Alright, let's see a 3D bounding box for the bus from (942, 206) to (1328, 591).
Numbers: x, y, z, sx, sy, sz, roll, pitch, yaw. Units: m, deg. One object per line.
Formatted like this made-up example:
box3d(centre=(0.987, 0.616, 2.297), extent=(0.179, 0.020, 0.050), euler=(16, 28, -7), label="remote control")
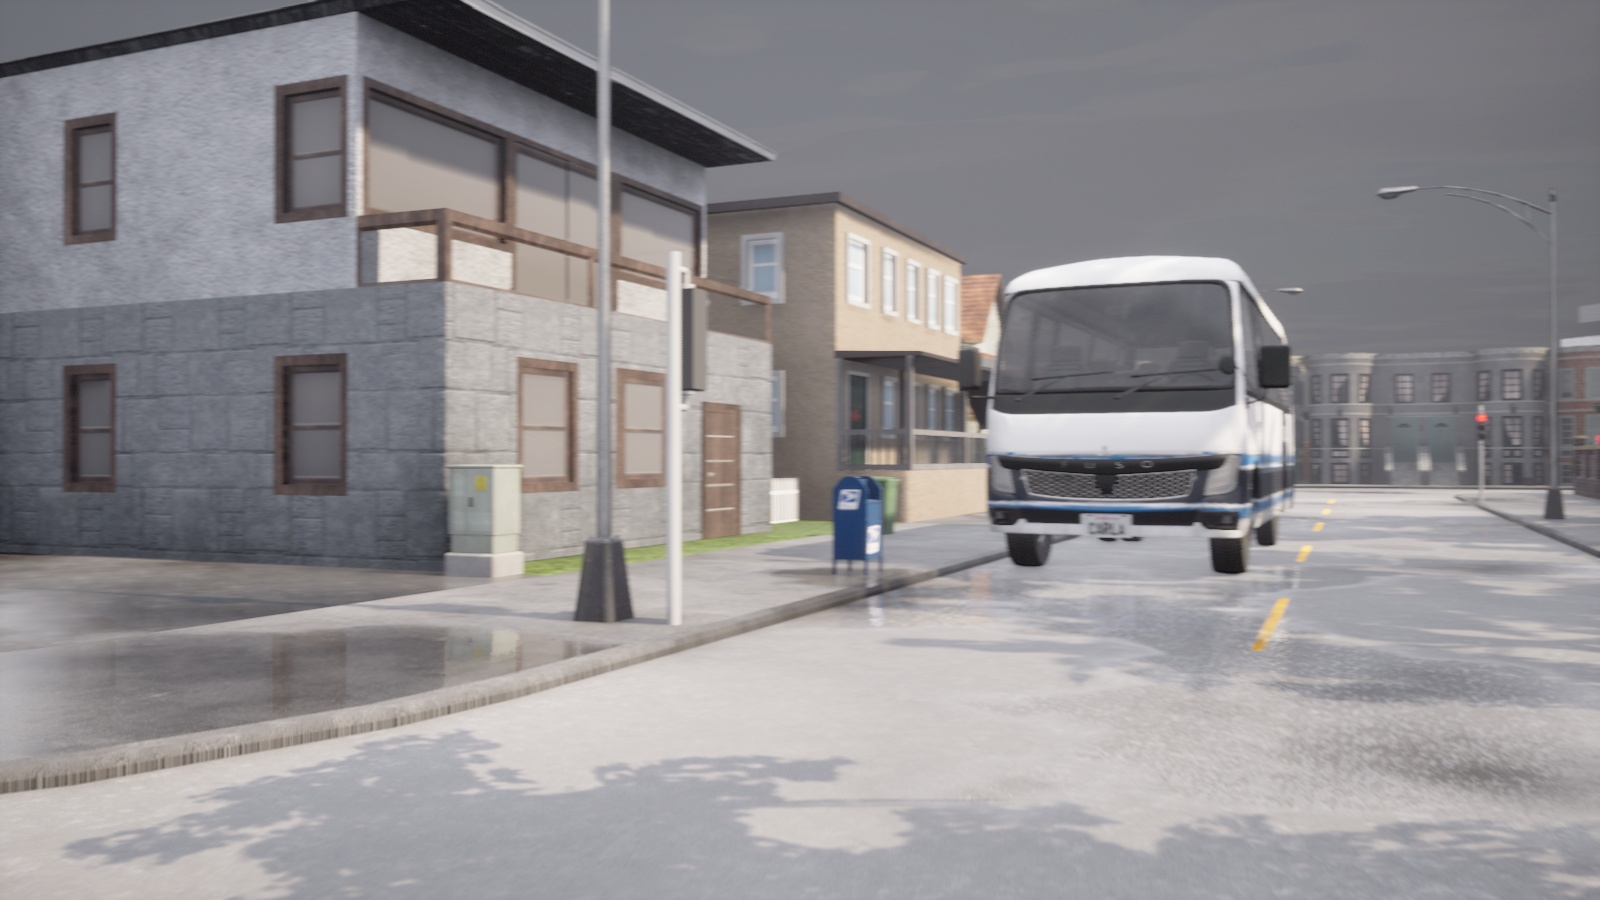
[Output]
box3d(centre=(5.744, -0.533, 19.352), extent=(3.944, 4.253, 10.273), euler=(0, 0, 25), label="bus")
